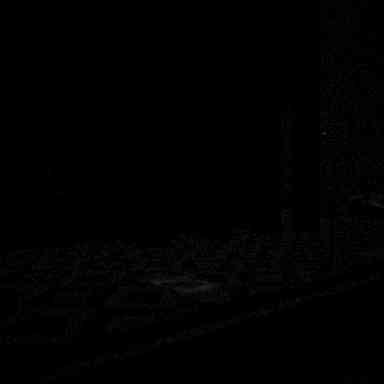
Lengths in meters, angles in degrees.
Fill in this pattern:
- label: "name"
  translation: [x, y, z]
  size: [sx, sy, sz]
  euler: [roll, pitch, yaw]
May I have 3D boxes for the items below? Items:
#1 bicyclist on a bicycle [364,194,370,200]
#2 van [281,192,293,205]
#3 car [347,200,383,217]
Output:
- label: "bicyclist on a bicycle"
  translation: [20.789, 1.029, 39.608]
  size: [1.656, 1.620, 0.582]
  euler: [0, 1, -36]
- label: "van"
  translation: [12.199, 0.930, 46.548]
  size: [1.690, 1.788, 3.998]
  euler: [1, 0, -36]
- label: "car"
  translation: [14.771, 1.366, 28.275]
  size: [2.008, 1.369, 4.403]
  euler: [1, 0, -36]
